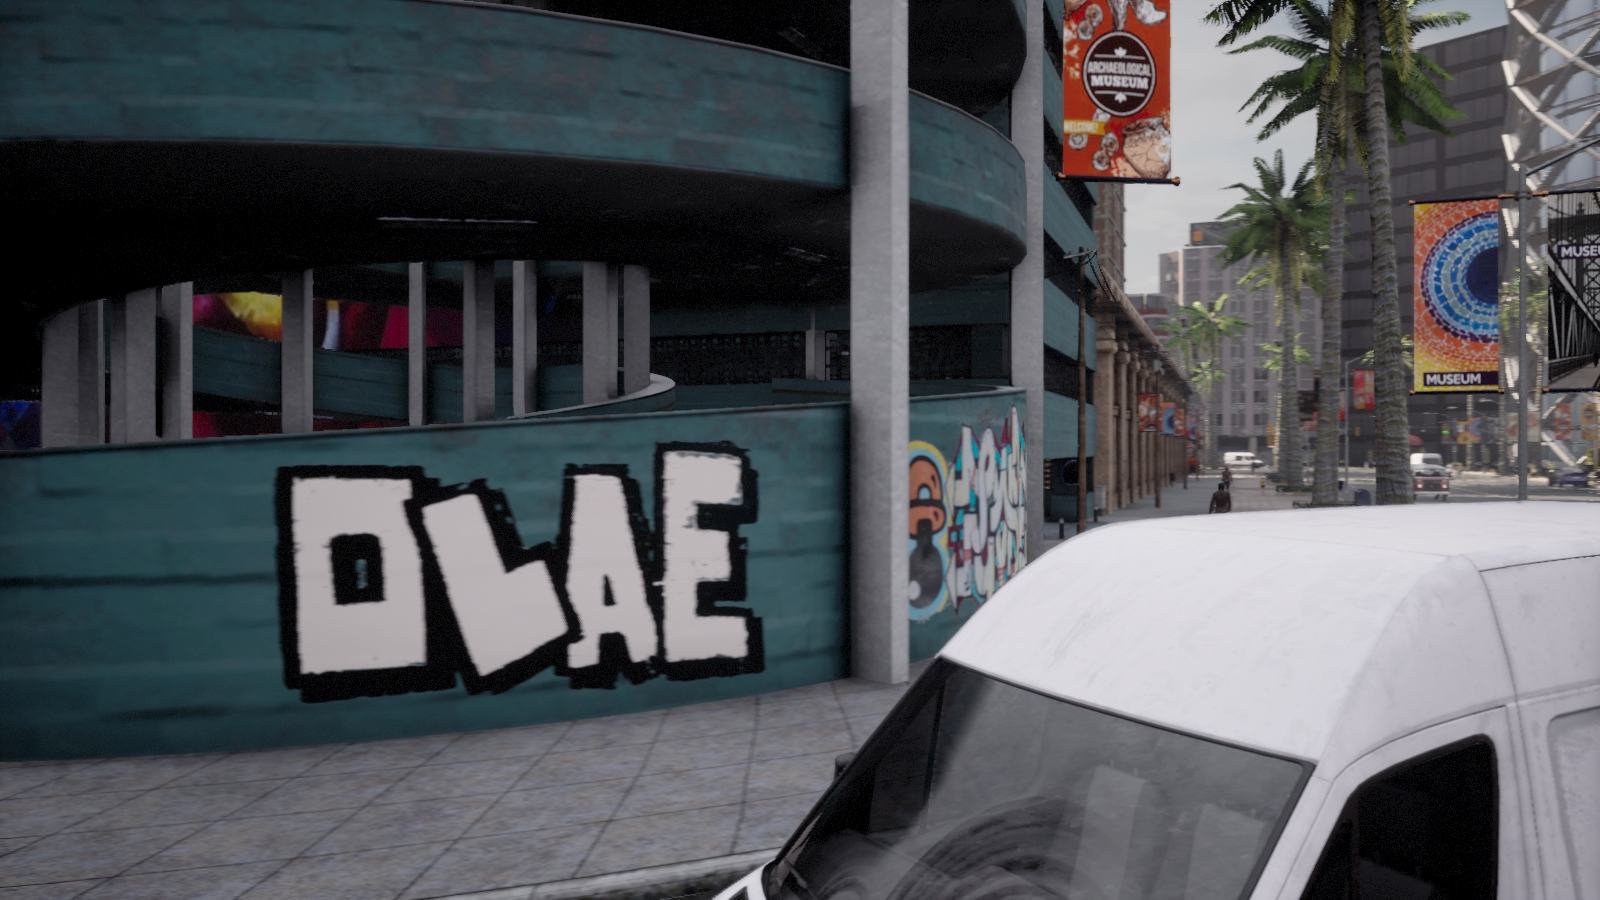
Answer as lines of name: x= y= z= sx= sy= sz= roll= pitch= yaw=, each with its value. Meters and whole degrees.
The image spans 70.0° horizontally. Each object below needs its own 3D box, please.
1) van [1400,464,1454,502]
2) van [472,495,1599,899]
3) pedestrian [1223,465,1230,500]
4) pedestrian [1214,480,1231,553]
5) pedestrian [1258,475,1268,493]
van: x=35.357 y=1.835 z=64.533 sx=2.069 sy=2.038 sz=4.480 roll=0 pitch=0 yaw=21
van: x=2.030 y=1.538 z=4.155 sx=5.915 sy=2.561 sz=1.988 roll=0 pitch=0 yaw=-28
pedestrian: x=22.781 y=1.750 z=61.031 sx=0.375 sy=1.860 sz=0.375 roll=0 pitch=0 yaw=21
pedestrian: x=11.011 y=1.723 z=29.771 sx=0.375 sy=1.860 sz=0.375 roll=0 pitch=0 yaw=23
pedestrian: x=28.767 y=2.138 z=71.004 sx=0.500 sy=1.100 sz=0.500 roll=0 pitch=0 yaw=15
